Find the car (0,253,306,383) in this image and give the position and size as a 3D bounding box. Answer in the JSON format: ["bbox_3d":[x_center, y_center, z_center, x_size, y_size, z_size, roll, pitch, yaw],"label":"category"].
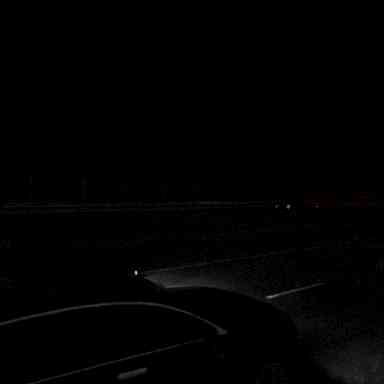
[{"bbox_3d":[-0.967,1.510,3.056,4.892,1.490,1.837,1,0,-36],"label":"car"}]

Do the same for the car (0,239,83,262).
[{"bbox_3d":[-2.952,1.570,5.941,4.181,1.385,1.994,1,0,-36],"label":"car"}]

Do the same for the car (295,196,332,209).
[{"bbox_3d":[13.915,1.487,35.425,5.566,2.045,2.150,1,0,-35],"label":"car"}]

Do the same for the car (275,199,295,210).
[{"bbox_3d":[11.625,1.615,38.091,4.553,1.767,2.097,1,0,-35],"label":"car"}]

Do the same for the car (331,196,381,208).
[{"bbox_3d":[16.656,1.496,33.086,5.566,2.045,2.150,1,0,-35],"label":"car"}]
